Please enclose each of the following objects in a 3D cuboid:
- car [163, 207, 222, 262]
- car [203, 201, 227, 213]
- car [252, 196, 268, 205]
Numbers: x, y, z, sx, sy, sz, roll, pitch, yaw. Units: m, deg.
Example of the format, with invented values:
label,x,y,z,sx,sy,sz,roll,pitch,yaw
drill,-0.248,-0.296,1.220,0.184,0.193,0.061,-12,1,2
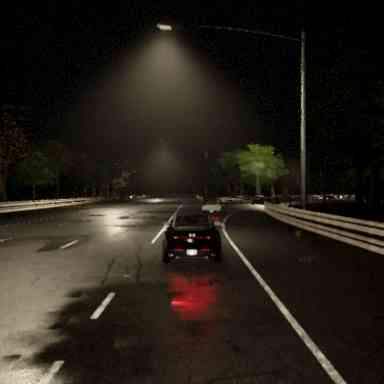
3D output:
label,x,y,z,sx,sy,sz,roll,pitch,yaw
car,0.008,1.502,12.103,1.837,1.490,4.892,0,0,0
car,2.451,1.592,34.695,1.895,1.301,4.718,0,0,14
car,12.028,1.472,58.039,2.128,1.511,4.902,0,0,31
